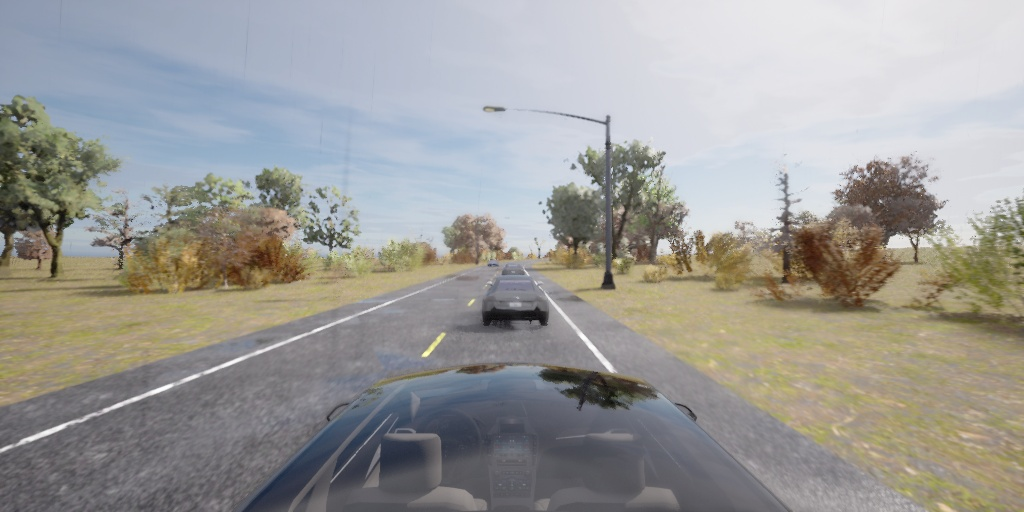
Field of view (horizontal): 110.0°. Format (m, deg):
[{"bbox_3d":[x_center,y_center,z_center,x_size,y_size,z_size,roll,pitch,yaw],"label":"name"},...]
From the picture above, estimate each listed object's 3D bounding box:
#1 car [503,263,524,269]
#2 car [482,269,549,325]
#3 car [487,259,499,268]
[{"bbox_3d":[0.106,1.318,31.947,1.994,1.385,4.181,0,0,0],"label":"car"},{"bbox_3d":[0.101,1.315,11.875,1.994,1.385,4.181,0,0,0],"label":"car"},{"bbox_3d":[-3.227,1.306,62.965,2.033,1.411,5.357,0,0,3],"label":"car"}]
